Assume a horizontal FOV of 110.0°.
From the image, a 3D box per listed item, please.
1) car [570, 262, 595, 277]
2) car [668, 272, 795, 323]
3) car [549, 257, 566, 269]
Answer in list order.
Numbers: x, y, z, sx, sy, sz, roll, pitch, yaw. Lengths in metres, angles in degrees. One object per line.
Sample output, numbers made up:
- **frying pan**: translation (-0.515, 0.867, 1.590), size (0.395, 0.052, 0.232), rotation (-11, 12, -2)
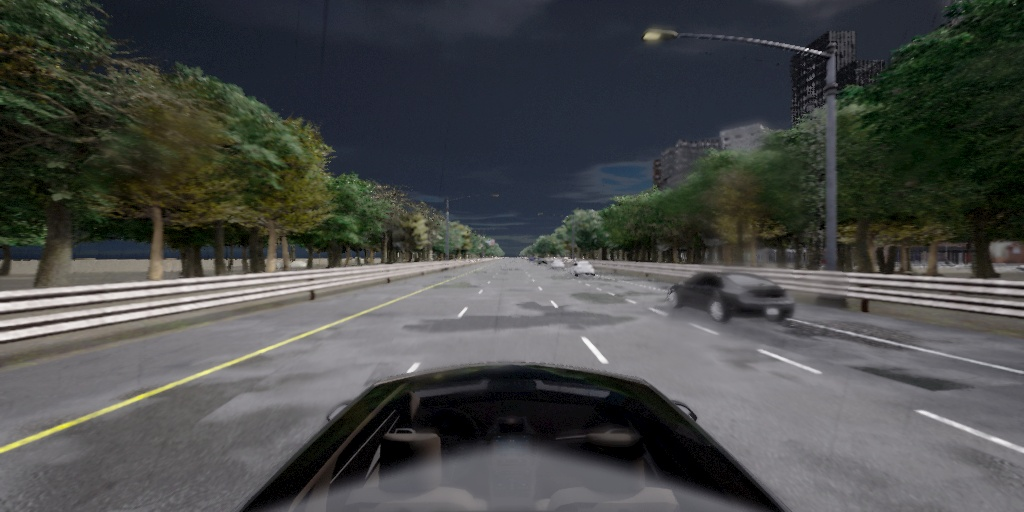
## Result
- **car**: translation (7.011, 1.298, 36.065), size (1.812, 1.442, 4.674), rotation (0, 0, 0)
- **car**: translation (7.000, 1.263, 12.065), size (1.837, 1.490, 4.892), rotation (0, 0, 0)
- **car**: translation (7.061, 1.327, 55.986), size (1.812, 1.442, 4.674), rotation (0, 0, 0)
